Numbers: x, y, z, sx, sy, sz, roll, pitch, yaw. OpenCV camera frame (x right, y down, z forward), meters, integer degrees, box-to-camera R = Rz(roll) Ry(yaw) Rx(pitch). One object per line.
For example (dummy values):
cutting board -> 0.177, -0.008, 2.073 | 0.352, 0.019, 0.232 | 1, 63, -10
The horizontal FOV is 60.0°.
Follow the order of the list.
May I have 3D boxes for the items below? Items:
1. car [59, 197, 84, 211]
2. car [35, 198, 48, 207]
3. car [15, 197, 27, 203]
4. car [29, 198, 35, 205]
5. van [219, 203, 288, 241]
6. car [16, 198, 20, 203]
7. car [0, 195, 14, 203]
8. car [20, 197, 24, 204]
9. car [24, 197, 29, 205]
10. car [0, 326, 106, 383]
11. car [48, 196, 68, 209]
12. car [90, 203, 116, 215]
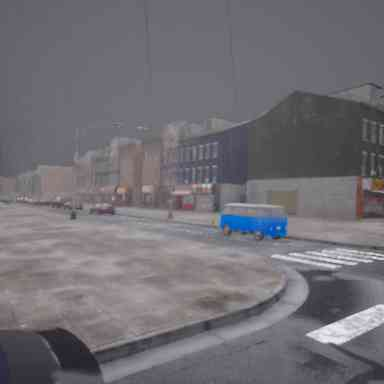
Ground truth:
car -> -15.841, 1.790, 44.437 | 1.947, 1.339, 4.313 | 3, -2, -35
car -> -25.339, 1.821, 57.808 | 1.887, 1.381, 4.507 | 3, -2, -35
car -> -41.171, 1.990, 80.090 | 1.802, 1.307, 4.206 | 2, -2, -35
car -> -28.506, 1.864, 62.264 | 1.947, 1.339, 4.313 | 3, -2, -35
van -> 3.160, 1.529, 17.699 | 1.690, 1.788, 3.998 | 3, -2, -35
car -> -38.001, 1.817, 75.637 | 1.967, 1.590, 4.097 | 2, -2, -35
car -> -43.374, 1.847, 78.650 | 1.994, 1.385, 4.181 | 3, -2, -35
car -> -34.839, 1.931, 71.178 | 1.802, 1.307, 4.206 | 2, -2, -35
car -> -31.769, 1.849, 66.861 | 1.752, 1.417, 4.829 | 3, -2, -35
car -> -2.659, 1.494, 1.052 | 4.902, 1.511, 2.128 | 0, 0, -35
car -> -19.000, 1.554, 48.900 | 2.192, 1.841, 5.009 | 3, -2, -35
car -> -9.511, 1.784, 35.523 | 1.802, 1.307, 4.206 | 3, -2, -35
